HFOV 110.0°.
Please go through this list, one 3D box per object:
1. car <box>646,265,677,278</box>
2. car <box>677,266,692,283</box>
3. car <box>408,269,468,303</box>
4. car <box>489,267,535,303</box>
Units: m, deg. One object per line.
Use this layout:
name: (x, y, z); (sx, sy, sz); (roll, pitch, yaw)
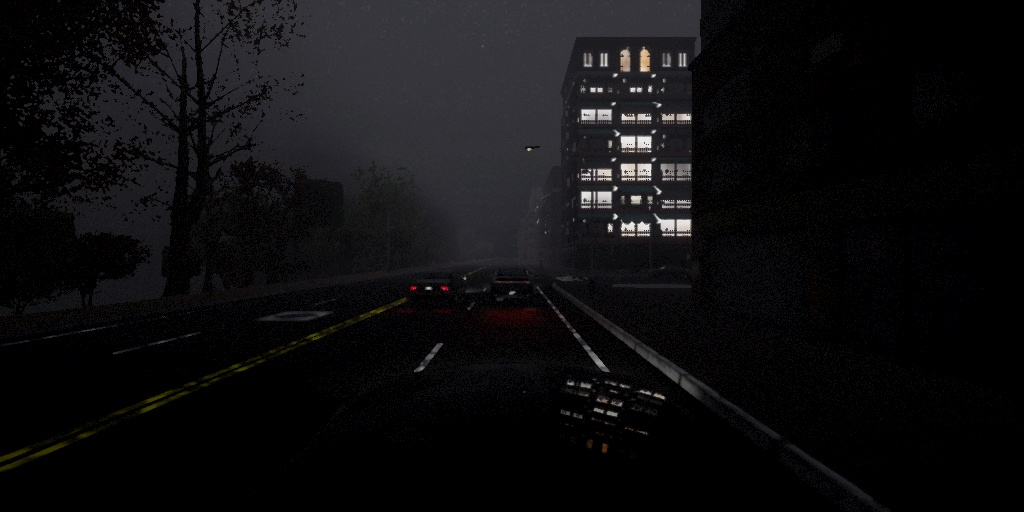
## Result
car: (16.291, 1.615, 37.571); (4.207, 1.307, 1.802); (0, 0, 0)
car: (16.340, 1.577, 29.223); (4.507, 1.381, 1.888); (0, 0, 0)
car: (-3.250, 1.313, 16.500); (2.033, 1.411, 5.357); (0, 0, 0)
car: (0.001, 1.245, 16.500); (2.128, 1.511, 4.902); (0, 0, 0)
